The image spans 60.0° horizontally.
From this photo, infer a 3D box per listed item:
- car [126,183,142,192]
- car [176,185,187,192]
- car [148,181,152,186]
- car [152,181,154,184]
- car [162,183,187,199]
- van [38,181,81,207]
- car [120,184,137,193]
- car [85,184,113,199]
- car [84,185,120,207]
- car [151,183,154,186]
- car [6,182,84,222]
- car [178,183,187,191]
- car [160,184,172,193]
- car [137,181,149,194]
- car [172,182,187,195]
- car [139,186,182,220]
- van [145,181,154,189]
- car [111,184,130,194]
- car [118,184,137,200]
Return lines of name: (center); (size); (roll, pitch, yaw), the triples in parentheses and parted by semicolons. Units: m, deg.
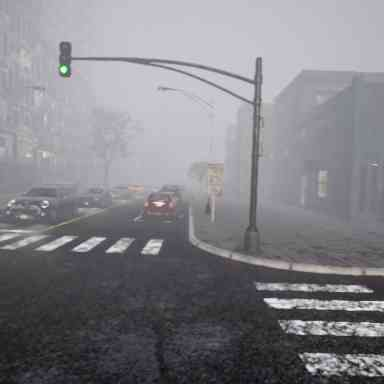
car: (-10.401, -0.832, 60.009); (1.947, 1.339, 4.313); (3, 2, 0)
car: (-2.052, -0.720, 65.765); (1.947, 1.339, 4.313); (3, 2, 0)
car: (-10.449, -1.232, 71.350); (2.008, 1.369, 4.403); (3, 2, 0)
car: (-10.460, -1.659, 77.013); (2.192, 1.841, 5.009); (3, 2, 0)
car: (-1.891, 0.183, 31.732); (2.192, 1.841, 5.009); (3, 2, 0)
van: (-10.243, 0.096, 25.978); (1.690, 1.788, 3.998); (3, 2, 0)
car: (-10.377, -0.640, 54.339); (1.947, 1.339, 4.313); (3, 2, 0)
car: (-10.301, -0.098, 37.155); (1.752, 1.417, 4.829); (3, 2, 0)
car: (-7.683, 0.363, 26.980); (2.033, 1.411, 5.357); (2, 2, 0)
car: (-4.584, -0.216, 49.098); (1.895, 1.301, 4.718); (2, 2, 0)
car: (-7.668, 0.486, 17.506); (2.097, 1.767, 4.553); (2, 2, 1)
car: (-2.094, -1.229, 77.102); (1.967, 1.590, 4.097); (3, 2, 0)
car: (-4.626, -0.634, 59.235); (1.812, 1.442, 4.674); (2, 2, 0)
car: (-7.722, -0.387, 47.112); (1.882, 1.535, 5.008); (2, 2, 0)
car: (-1.989, -0.586, 54.415); (2.192, 1.841, 5.009); (3, 2, 0)
car: (-1.850, 0.691, 20.395); (1.967, 1.590, 4.097); (3, 2, 0)
van: (-10.486, -1.825, 82.684); (1.690, 1.788, 3.998); (3, 2, 0)
car: (-10.353, -0.432, 48.668); (1.802, 1.307, 4.206); (3, 2, 0)
car: (-7.720, 0.002, 36.993); (1.812, 1.442, 4.674); (2, 2, 0)
